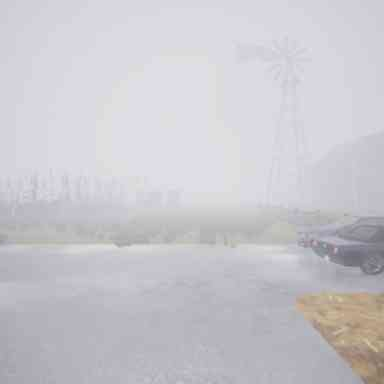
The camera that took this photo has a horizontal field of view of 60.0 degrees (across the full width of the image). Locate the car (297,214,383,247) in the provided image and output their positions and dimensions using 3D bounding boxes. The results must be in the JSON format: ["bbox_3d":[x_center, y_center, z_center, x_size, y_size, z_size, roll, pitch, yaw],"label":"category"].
[{"bbox_3d":[6.478,1.593,12.832,4.674,1.442,1.812,0,0,0],"label":"car"}]

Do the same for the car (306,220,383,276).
[{"bbox_3d":[6.205,1.653,10.038,4.718,1.301,1.895,0,0,-5],"label":"car"}]
